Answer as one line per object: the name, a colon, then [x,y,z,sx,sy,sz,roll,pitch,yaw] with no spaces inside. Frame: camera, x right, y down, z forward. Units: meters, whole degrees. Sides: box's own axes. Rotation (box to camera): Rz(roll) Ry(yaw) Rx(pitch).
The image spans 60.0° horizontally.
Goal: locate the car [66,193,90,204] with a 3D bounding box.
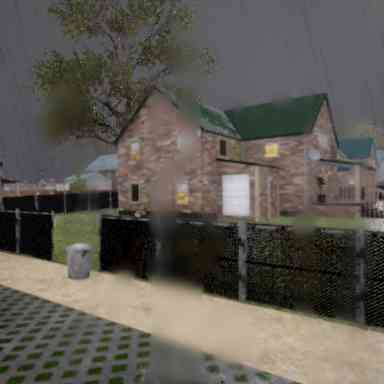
car: [-12.745,0.778,35.691,2.033,1.411,5.357,-1,2,36]
